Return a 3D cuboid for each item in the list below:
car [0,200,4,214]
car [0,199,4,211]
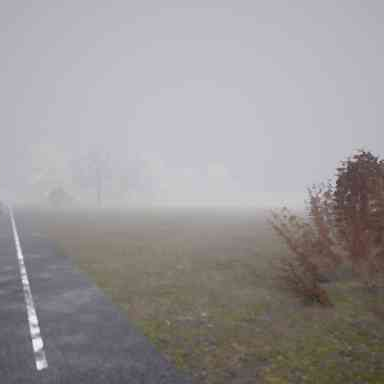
[{"bbox_3d":[-21.932,1.650,36.734,2.033,1.411,5.357,1,0,-28],"label":"car"},{"bbox_3d":[-25.793,1.687,43.613,1.994,1.385,4.181,1,0,-29],"label":"car"}]
